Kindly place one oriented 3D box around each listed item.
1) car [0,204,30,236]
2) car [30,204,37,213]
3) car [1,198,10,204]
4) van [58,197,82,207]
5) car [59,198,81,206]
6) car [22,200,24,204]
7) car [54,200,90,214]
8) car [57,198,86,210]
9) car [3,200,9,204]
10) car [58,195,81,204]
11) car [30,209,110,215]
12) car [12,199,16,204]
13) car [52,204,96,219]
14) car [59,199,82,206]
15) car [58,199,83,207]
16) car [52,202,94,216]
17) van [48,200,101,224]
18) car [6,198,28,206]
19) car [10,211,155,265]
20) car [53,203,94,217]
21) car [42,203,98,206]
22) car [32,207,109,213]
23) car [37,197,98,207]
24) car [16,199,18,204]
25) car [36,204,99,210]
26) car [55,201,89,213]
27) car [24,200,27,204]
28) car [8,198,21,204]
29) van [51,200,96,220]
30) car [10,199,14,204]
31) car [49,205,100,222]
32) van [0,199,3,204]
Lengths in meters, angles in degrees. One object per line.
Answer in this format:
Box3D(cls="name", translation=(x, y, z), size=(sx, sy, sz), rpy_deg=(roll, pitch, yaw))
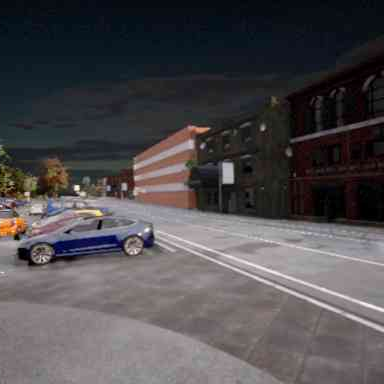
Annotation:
Box3D(cls="car", translation=(-11.122, 1.802, 19.605), size=(2.097, 1.767, 4.553), rpy_deg=(-2, -1, -21))
Box3D(cls="car", translation=(-20.800, 2.353, 45.011), size=(1.812, 1.442, 4.674), rpy_deg=(-2, 1, -20))
Box3D(cls="car", translation=(-33.480, 2.455, 55.297), size=(4.553, 1.767, 2.185), rpy_deg=(-2, 0, -21))
Box3D(cls="van", translation=(-24.888, 2.014, 67.826), size=(4.442, 1.987, 1.878), rpy_deg=(-2, 0, -21))
Box3D(cls="car", translation=(-27.773, 2.297, 75.797), size=(4.674, 1.452, 2.002), rpy_deg=(-2, 1, -21))
Box3D(cls="car", translation=(-39.492, 2.622, 71.269), size=(4.892, 1.521, 2.231), rpy_deg=(-2, 1, -21))
Box3D(cls="car", translation=(-16.795, 2.056, 46.718), size=(4.553, 1.767, 2.185), rpy_deg=(-2, 0, -21))
Box3D(cls="car", translation=(-20.800, 2.084, 57.288), size=(4.553, 1.767, 2.185), rpy_deg=(-2, 0, -21))
Box3D(cls="car", translation=(-32.452, 2.573, 52.667), size=(5.008, 1.535, 2.097), rpy_deg=(-2, 0, -21))
Box3D(cls="car", translation=(-31.763, 2.023, 86.373), size=(5.566, 2.045, 2.435), rpy_deg=(-2, 1, -21))
Box3D(cls="car", translation=(-4.752, 1.713, 15.001), size=(4.674, 1.452, 2.002), rpy_deg=(-2, -1, -21))
Box3D(cls="car", translation=(-35.453, 2.594, 60.588), size=(5.008, 1.535, 2.097), rpy_deg=(-2, 0, -21))
Box3D(cls="car", translation=(-13.756, 2.195, 38.794), size=(4.674, 1.452, 2.002), rpy_deg=(-2, 0, -21))
Box3D(cls="car", translation=(-26.777, 2.290, 73.153), size=(4.674, 1.452, 2.002), rpy_deg=(-2, 0, -21))
Box3D(cls="car", translation=(-25.746, 2.272, 70.522), size=(4.792, 1.488, 2.163), rpy_deg=(-2, 0, -21))
Box3D(cls="car", translation=(-15.755, 2.174, 44.090), size=(5.008, 1.535, 2.097), rpy_deg=(-2, 0, -21))
Box3D(cls="van", translation=(-10.866, 1.791, 30.817), size=(4.442, 1.987, 1.878), rpy_deg=(-2, -1, -21))
Box3D(cls="car", translation=(-44.452, 2.507, 84.497), size=(4.553, 1.767, 2.185), rpy_deg=(-2, 0, -21))
Box3D(cls="car", translation=(-3.777, 1.647, 12.348), size=(4.792, 1.488, 2.163), rpy_deg=(-2, -1, -21))
Box3D(cls="car", translation=(-14.755, 2.207, 41.447), size=(4.674, 1.452, 2.002), rpy_deg=(-2, 0, -21))
Box3D(cls="car", translation=(-8.755, 1.900, 25.569), size=(5.008, 1.535, 2.097), rpy_deg=(-2, -1, -21))
Box3D(cls="car", translation=(-5.752, 1.770, 17.643), size=(4.674, 1.452, 2.002), rpy_deg=(-2, -1, -21))
Box3D(cls="car", translation=(-9.732, 1.704, 28.226), size=(5.566, 2.045, 2.435), rpy_deg=(-2, -1, -21))
Box3D(cls="car", translation=(-36.520, 2.631, 63.336), size=(4.792, 1.488, 2.163), rpy_deg=(-2, 1, -21))
Box3D(cls="car", translation=(-7.746, 1.843, 22.932), size=(5.008, 1.535, 2.097), rpy_deg=(-2, -1, -21))
Box3D(cls="car", translation=(-17.764, 2.228, 49.372), size=(4.674, 1.452, 2.002), rpy_deg=(-2, 0, -21))
Box3D(cls="car", translation=(-41.507, 2.634, 76.544), size=(4.892, 1.521, 2.231), rpy_deg=(-2, 1, -21))
Box3D(cls="car", translation=(-37.490, 2.608, 65.988), size=(5.008, 1.535, 2.097), rpy_deg=(-2, 1, -21))
Box3D(cls="van", translation=(-12.823, 1.898, 35.988), size=(4.442, 1.987, 1.878), rpy_deg=(-2, 0, -21))
Box3D(cls="car", translation=(-34.443, 2.586, 57.951), size=(5.008, 1.535, 2.097), rpy_deg=(-2, 1, -21))
Box3D(cls="car", translation=(-11.750, 2.110, 33.497), size=(4.674, 1.452, 2.002), rpy_deg=(-2, -1, -21))
Box3D(cls="van", translation=(-31.606, 2.344, 50.104), size=(4.442, 1.987, 1.878), rpy_deg=(-2, 0, -21))
